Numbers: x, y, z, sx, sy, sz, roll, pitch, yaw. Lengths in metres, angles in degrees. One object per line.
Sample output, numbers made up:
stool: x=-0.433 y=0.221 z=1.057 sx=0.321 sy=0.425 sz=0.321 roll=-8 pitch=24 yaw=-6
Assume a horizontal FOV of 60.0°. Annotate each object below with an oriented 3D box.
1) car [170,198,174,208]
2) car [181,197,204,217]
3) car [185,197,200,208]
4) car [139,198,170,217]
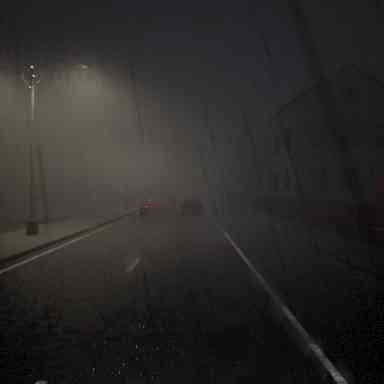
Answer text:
car: x=-3.454 y=1.422 z=44.336 sx=1.895 sy=1.301 sz=4.718 roll=0 pitch=0 yaw=0
car: x=0.012 y=1.356 z=29.914 sx=1.882 sy=1.535 sz=5.008 roll=0 pitch=1 yaw=0
car: x=0.052 y=1.382 z=45.003 sx=1.994 sy=1.385 sz=4.181 roll=0 pitch=0 yaw=0
car: x=-3.490 y=1.372 z=29.670 sx=2.128 sy=1.511 sz=4.902 roll=0 pitch=0 yaw=0
